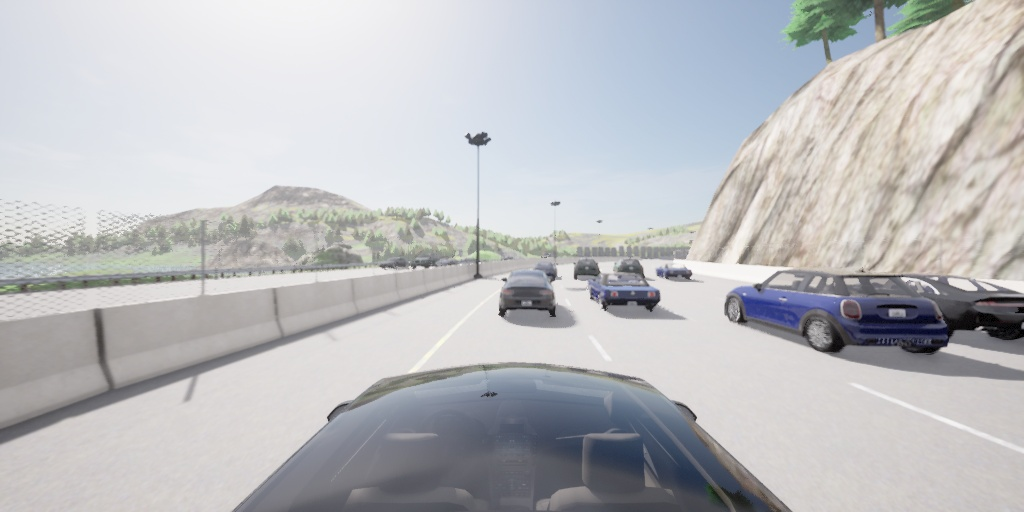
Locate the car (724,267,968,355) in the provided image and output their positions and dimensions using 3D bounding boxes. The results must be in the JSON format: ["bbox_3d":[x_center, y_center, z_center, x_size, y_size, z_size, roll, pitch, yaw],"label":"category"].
[{"bbox_3d":[7.371,1.088,8.904,2.097,1.767,4.553,0,0,2],"label":"car"}]

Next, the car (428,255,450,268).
[{"bbox_3d":[-8.392,0.984,46.287,2.128,1.511,4.902,0,0,14],"label":"car"}]

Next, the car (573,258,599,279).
[{"bbox_3d":[6.336,0.971,30.647,2.097,1.767,4.553,0,0,10],"label":"car"}]

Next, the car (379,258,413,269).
[{"bbox_3d":[-15.394,0.971,47.111,1.837,1.490,4.892,0,0,14],"label":"car"}]

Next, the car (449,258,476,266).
[{"bbox_3d":[-5.462,1.018,43.584,1.837,1.490,4.892,0,1,14],"label":"car"}]

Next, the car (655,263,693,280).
[{"bbox_3d":[13.223,1.247,29.620,1.895,1.301,4.718,0,0,10],"label":"car"}]

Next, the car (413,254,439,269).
[{"bbox_3d":[-11.465,0.693,48.451,2.150,2.045,5.566,0,0,14],"label":"car"}]

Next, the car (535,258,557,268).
[{"bbox_3d":[2.919,1.169,31.387,1.994,1.385,4.181,0,0,10],"label":"car"}]

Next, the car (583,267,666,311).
[{"bbox_3d":[4.183,1.299,14.178,1.895,1.301,4.718,0,0,4],"label":"car"}]

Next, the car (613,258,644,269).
[{"bbox_3d":[9.909,0.982,30.758,2.097,1.767,4.553,0,0,10],"label":"car"}]

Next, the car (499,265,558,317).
[{"bbox_3d":[0.579,1.219,12.873,1.812,1.442,4.674,0,0,4],"label":"car"}]

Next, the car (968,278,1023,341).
[{"bbox_3d":[10.922,1.234,9.896,2.128,1.511,4.902,0,0,3],"label":"car"}]
